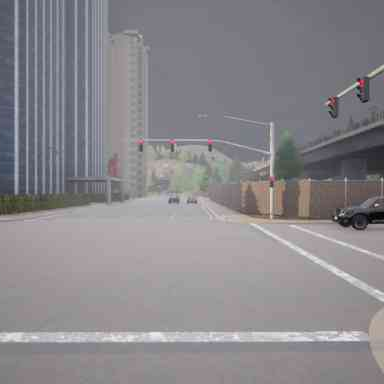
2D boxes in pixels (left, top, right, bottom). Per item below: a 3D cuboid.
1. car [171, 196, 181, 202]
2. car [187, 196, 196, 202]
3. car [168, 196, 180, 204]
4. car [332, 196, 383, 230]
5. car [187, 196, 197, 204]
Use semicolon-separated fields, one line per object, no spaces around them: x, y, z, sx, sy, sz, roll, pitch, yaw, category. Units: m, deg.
-3.603;1.540;74.406;2.033;1.411;5.357;0;0;0;car
-0.104;1.595;74.547;1.895;1.301;4.718;0;0;0;car
-3.492;1.478;64.188;1.882;1.535;5.008;0;0;0;car
11.816;1.277;20.920;5.566;2.045;2.150;0;0;0;car
0.009;1.564;64.585;1.994;1.385;4.181;0;0;0;car
